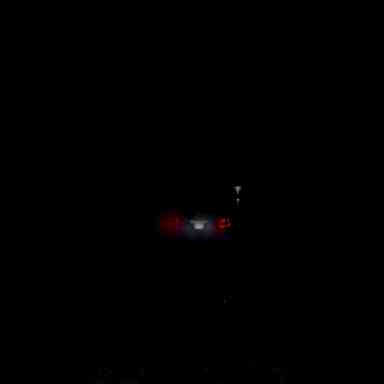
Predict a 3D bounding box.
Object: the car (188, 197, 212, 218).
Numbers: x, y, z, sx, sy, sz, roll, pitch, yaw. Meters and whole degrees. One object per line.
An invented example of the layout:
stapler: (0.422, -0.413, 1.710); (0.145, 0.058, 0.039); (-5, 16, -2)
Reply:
car: (0.706, 1.216, 28.413); (1.882, 1.535, 5.008); (0, 1, 2)

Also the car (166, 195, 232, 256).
car: (0.289, 1.119, 12.817); (2.150, 2.045, 5.566); (0, 0, 2)
